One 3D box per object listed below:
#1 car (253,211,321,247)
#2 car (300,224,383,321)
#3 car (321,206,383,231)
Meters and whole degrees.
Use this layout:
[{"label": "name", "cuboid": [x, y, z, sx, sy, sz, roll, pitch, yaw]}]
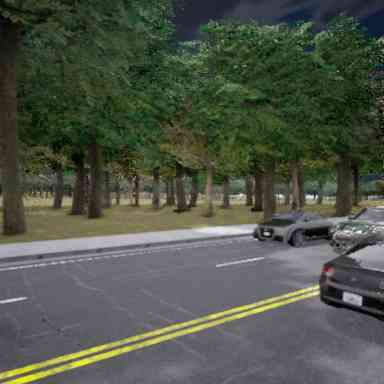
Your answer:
[{"label": "car", "cuboid": [4.751, 1.554, 15.053, 4.181, 1.385, 1.994, 0, 0, -35]}, {"label": "car", "cuboid": [4.402, 1.519, 6.582, 4.674, 1.442, 1.812, 0, 0, -36]}, {"label": "car", "cuboid": [7.384, 1.342, 12.937, 4.553, 1.767, 2.097, 0, 0, -35]}]
